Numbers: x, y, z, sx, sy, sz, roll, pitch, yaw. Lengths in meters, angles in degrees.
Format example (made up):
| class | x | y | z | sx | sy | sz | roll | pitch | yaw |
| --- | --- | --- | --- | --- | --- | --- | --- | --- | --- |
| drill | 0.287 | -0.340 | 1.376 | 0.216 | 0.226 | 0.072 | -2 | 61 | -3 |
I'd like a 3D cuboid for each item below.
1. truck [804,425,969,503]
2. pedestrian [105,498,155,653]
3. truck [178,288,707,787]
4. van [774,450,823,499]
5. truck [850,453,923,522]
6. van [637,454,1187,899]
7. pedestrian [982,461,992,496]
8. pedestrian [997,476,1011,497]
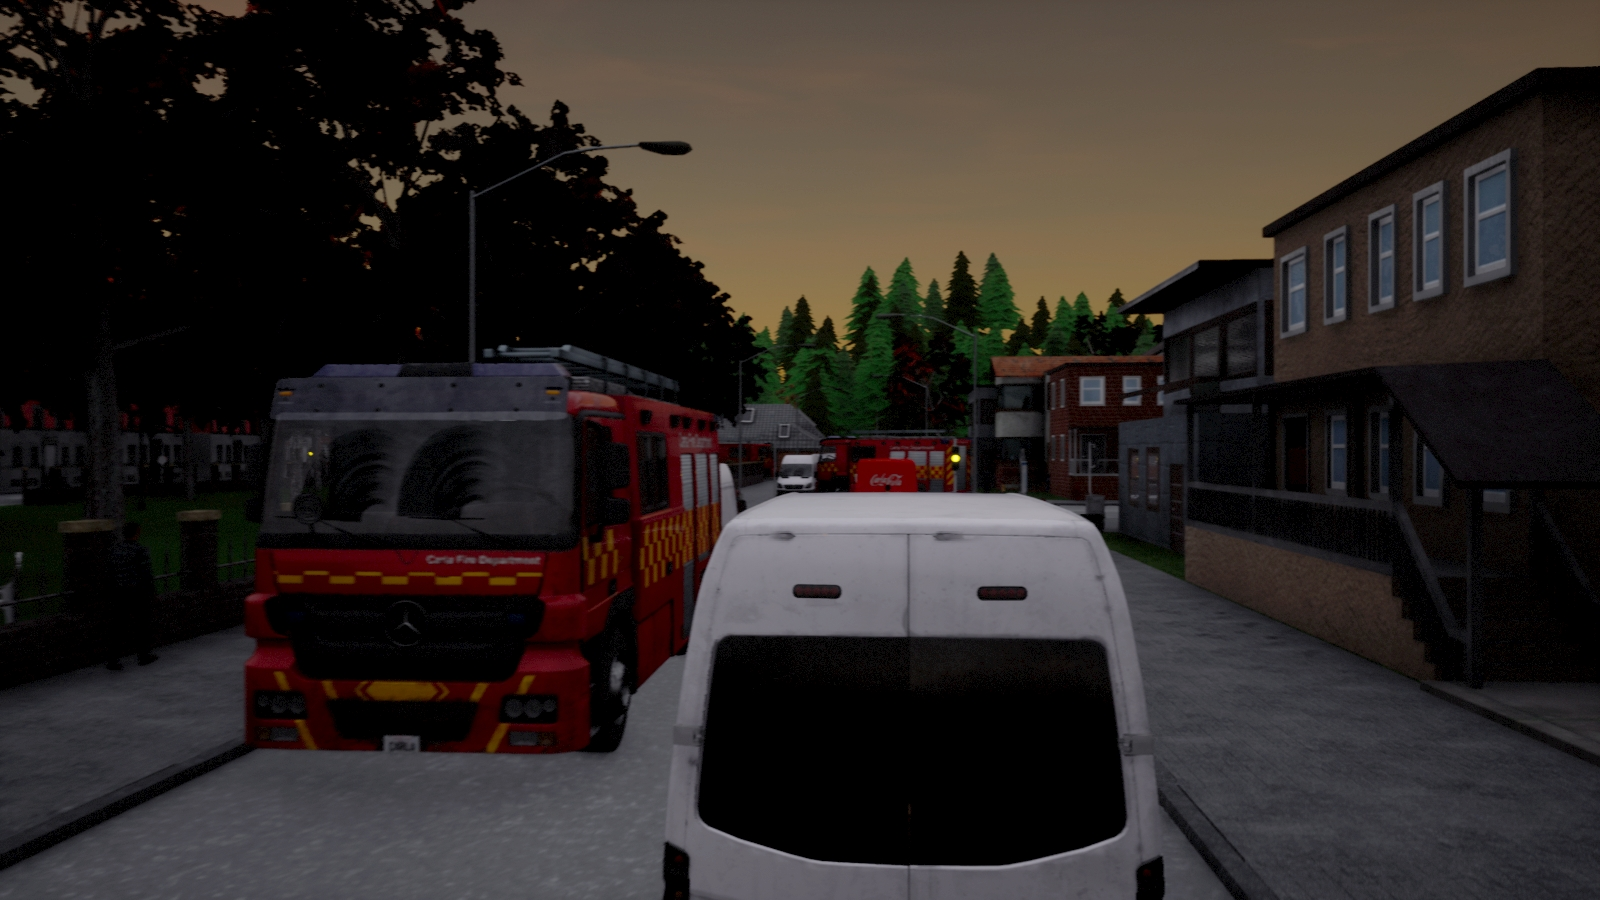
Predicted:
| class | x | y | z | sx | sy | sz | roll | pitch | yaw |
| --- | --- | --- | --- | --- | --- | --- | --- | --- | --- |
| truck | 4.399 | 0.670 | 59.522 | 8.468 | 3.827 | 2.891 | 0 | 0 | 40 |
| pedestrian | -8.205 | 1.524 | 13.995 | 0.375 | 1.860 | 0.375 | 0 | 0 | 4 |
| truck | -3.139 | 0.670 | 13.083 | 2.891 | 3.827 | 8.468 | 0 | 0 | 4 |
| van | -0.009 | 1.319 | 62.435 | 1.988 | 2.561 | 5.915 | 0 | -1 | 7 |
| truck | 3.291 | 1.348 | 43.544 | 2.627 | 2.467 | 5.204 | 0 | 0 | 4 |
| van | 0.625 | 1.314 | 7.094 | 1.988 | 2.561 | 5.915 | 0 | 0 | 5 |
| pedestrian | 10.003 | 1.517 | 61.129 | 0.375 | 1.860 | 0.375 | 0 | 0 | -23 |
| pedestrian | 10.629 | 1.897 | 59.530 | 0.500 | 1.100 | 0.500 | 0 | 0 | -37 |
